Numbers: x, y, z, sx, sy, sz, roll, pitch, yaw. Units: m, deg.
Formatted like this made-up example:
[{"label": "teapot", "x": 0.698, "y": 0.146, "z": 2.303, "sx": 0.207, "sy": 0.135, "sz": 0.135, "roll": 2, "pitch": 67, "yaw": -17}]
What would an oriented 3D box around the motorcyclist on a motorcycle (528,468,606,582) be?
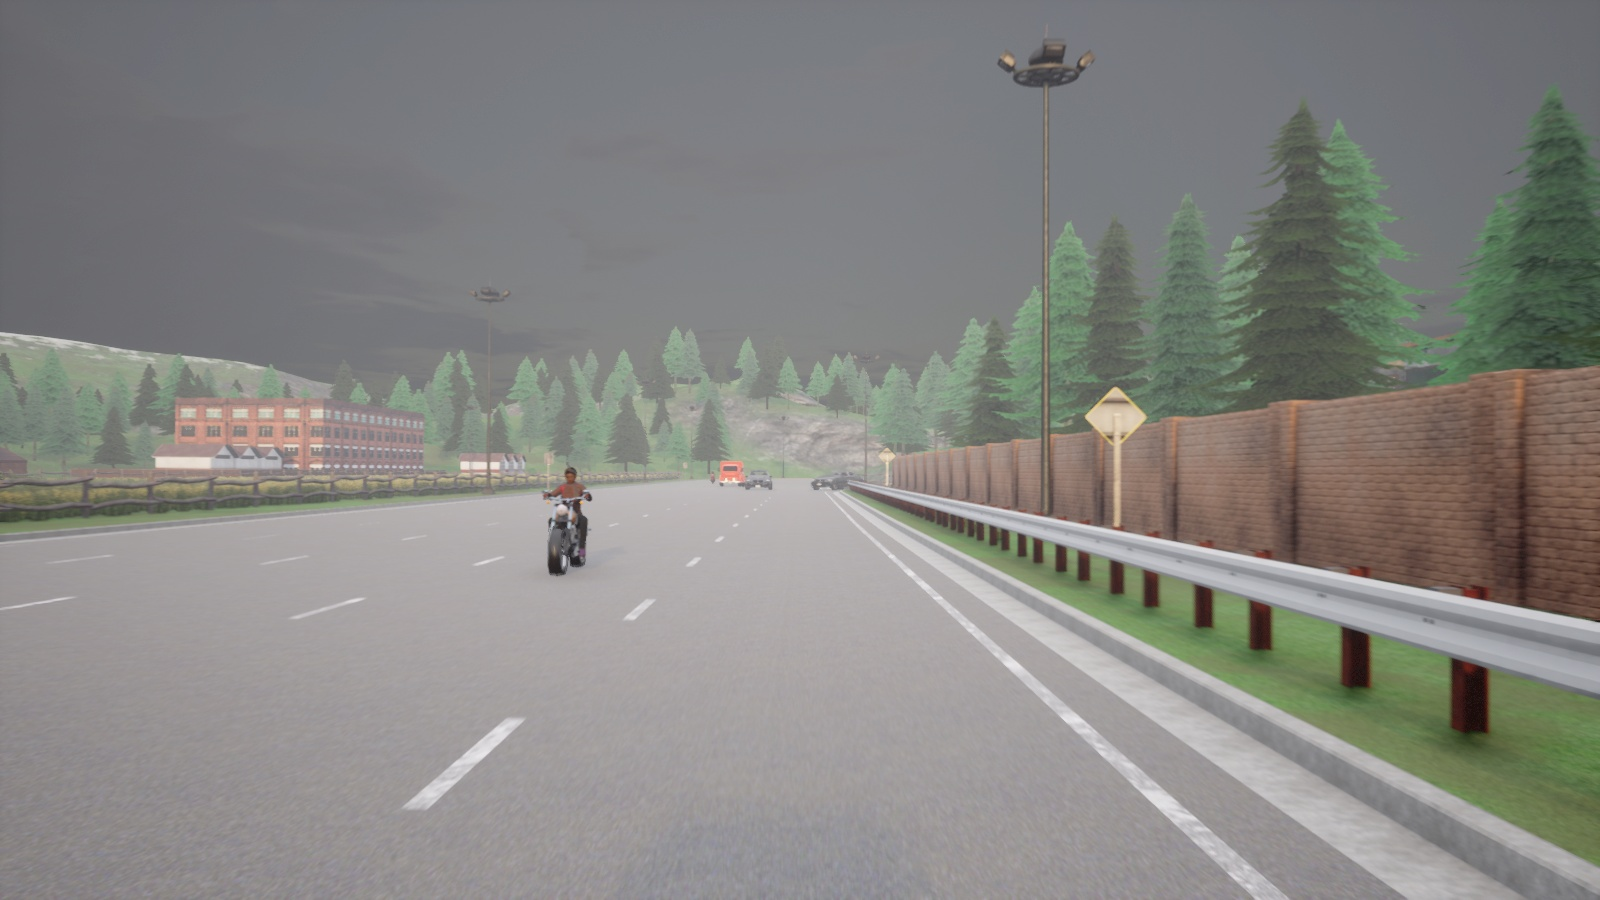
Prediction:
[{"label": "motorcyclist on a motorcycle", "x": -3.547, "y": 1.101, "z": 19.324, "sx": 0.766, "sy": 1.649, "sz": 2.350, "roll": 0, "pitch": -1, "yaw": 0}]
